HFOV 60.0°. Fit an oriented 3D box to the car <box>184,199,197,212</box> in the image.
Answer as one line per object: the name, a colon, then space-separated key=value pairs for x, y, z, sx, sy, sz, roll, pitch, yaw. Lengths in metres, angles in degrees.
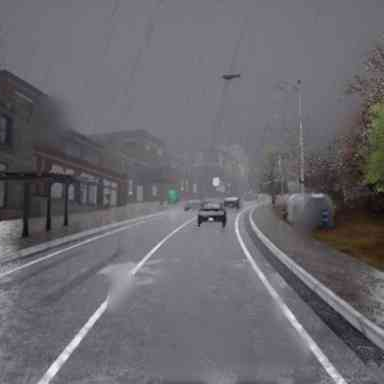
car: x=0.520 y=1.523 z=38.250 sx=2.033 sy=1.411 sz=5.357 roll=-1 pitch=0 yaw=14

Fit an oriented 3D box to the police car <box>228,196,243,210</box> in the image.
police car: x=5.151 y=1.295 z=41.295 sx=1.930 sy=1.638 sz=5.238 roll=-2 pitch=0 yaw=15

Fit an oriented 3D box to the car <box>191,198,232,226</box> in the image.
car: x=1.459 y=1.441 z=22.790 sx=2.128 sy=1.511 sz=4.902 roll=-1 pitch=0 yaw=7

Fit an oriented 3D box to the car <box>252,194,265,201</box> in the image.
car: x=15.251 y=1.127 z=76.299 sx=1.882 sy=1.535 sz=5.008 roll=-3 pitch=-1 yaw=26
